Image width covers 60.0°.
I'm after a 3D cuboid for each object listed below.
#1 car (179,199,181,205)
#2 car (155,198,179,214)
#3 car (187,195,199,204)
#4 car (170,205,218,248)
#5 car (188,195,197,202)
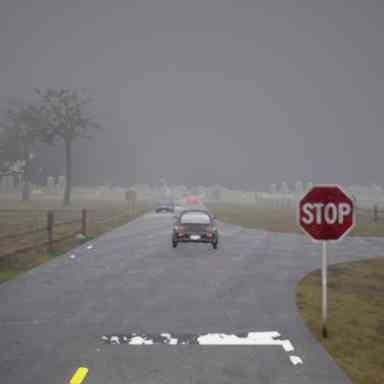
[{"bbox_3d":[-2.734,1.553,51.258,1.895,1.301,4.718,0,0,0],"label":"car"},{"bbox_3d":[-2.779,1.490,35.402,2.033,1.411,5.357,0,0,0],"label":"car"},{"bbox_3d":[0.120,1.319,61.316,2.097,1.767,4.553,0,0,0],"label":"car"},{"bbox_3d":[0.139,1.522,14.751,1.812,1.442,4.674,1,0,0],"label":"car"},{"bbox_3d":[0.140,1.329,71.285,1.882,1.535,5.008,0,0,0],"label":"car"}]
